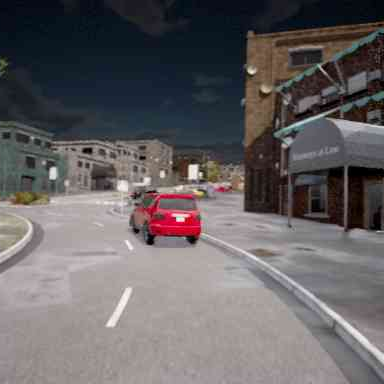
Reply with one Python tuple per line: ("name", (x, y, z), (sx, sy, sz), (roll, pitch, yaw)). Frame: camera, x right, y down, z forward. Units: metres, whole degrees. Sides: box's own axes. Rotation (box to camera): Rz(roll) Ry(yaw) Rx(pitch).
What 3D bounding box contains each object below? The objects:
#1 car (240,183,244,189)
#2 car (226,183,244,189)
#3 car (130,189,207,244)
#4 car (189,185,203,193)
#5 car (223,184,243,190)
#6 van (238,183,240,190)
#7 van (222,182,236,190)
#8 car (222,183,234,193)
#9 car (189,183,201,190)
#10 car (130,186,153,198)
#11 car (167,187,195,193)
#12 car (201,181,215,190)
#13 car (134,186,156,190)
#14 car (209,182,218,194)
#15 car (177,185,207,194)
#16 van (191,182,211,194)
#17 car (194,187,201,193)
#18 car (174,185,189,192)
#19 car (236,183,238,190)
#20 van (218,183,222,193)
("car", (10.156, -1.285, 86.316), (5.366, 1.575, 1.946), (1, 3, -2))
("car", (11.902, -1.676, 92.086), (4.553, 1.767, 2.185), (1, 3, -2))
("car", (-1.342, 1.098, 15.245), (2.150, 2.045, 5.566), (3, 0, -20))
("car", (0.867, -0.718, 74.673), (1.812, 1.442, 4.674), (1, 3, 18))
("car", (10.951, -1.388, 89.205), (4.792, 1.488, 2.163), (1, 3, -2))
("van", (8.902, -1.376, 83.395), (4.442, 1.987, 1.878), (1, 3, -2))
("van", (7.231, -1.106, 77.631), (4.442, 1.987, 1.878), (1, 3, -2))
("car", (6.155, -0.746, 74.744), (4.892, 1.521, 2.231), (1, 3, -2))
("car", (0.798, -1.379, 84.841), (1.837, 1.490, 4.892), (1, 3, 18))
("car", (-8.486, -0.030, 56.176), (2.097, 1.767, 4.553), (1, 3, 18))
("car", (-2.414, 0.461, 48.739), (4.892, 1.521, 2.231), (1, 3, -2))
("car", (4.025, -1.604, 84.237), (2.150, 2.045, 5.566), (1, 3, 18))
("car", (-6.950, 0.100, 50.696), (2.150, 2.045, 5.566), (1, 3, 18))
("car", (1.377, -0.327, 60.274), (5.566, 2.045, 2.435), (1, 3, -2))
("car", (-0.688, 0.187, 54.506), (5.366, 1.575, 1.946), (1, 3, -2))
("van", (0.569, -0.166, 57.399), (4.442, 1.987, 1.878), (1, 3, -2))
("car", (-1.453, 0.366, 51.625), (4.674, 1.452, 2.002), (1, 3, -2))
("car", (-2.350, -0.752, 75.292), (1.812, 1.442, 4.674), (1, 3, 18))
("car", (8.035, -1.142, 80.521), (4.553, 1.767, 2.185), (1, 3, -2))
("van", (3.191, -0.571, 66.054), (4.442, 1.987, 1.878), (1, 3, -2))
